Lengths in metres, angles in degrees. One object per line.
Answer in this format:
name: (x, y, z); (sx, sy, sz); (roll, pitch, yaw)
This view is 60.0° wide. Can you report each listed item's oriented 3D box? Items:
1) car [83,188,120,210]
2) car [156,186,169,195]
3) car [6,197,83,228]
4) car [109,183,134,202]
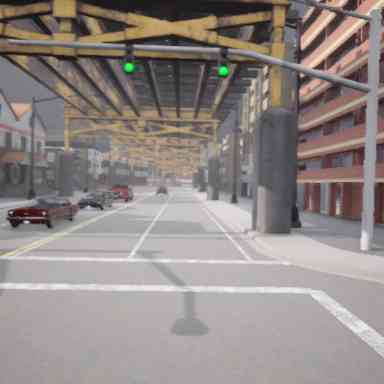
car: (-7.684, 0.639, 27.222); (2.033, 1.411, 5.357); (1, 1, -2)
car: (-5.125, -0.259, 57.611); (1.812, 1.442, 4.674); (1, 2, -2)
car: (-7.342, 0.968, 16.866); (1.895, 1.301, 4.718); (1, 1, -1)
car: (-8.021, 0.012, 37.897); (2.150, 2.045, 5.566); (1, 2, -2)
